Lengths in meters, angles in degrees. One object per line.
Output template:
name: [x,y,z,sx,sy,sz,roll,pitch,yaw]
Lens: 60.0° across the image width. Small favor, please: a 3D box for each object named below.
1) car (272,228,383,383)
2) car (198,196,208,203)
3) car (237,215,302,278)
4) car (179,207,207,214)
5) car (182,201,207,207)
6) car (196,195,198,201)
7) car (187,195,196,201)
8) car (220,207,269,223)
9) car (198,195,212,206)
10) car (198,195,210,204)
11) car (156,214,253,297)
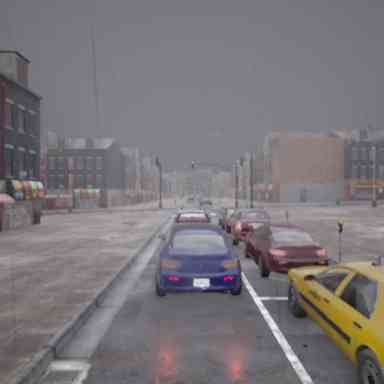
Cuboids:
car: [2.623,1.527,4.611,1.752,1.417,4.829,0,0,0]
car: [2.433,1.670,74.391,1.967,1.590,4.097,-1,0,0]
car: [2.609,1.587,9.908,1.802,1.307,4.206,0,0,0]
car: [0.042,1.613,16.336,1.895,1.301,4.718,0,0,0]
car: [-0.044,1.631,26.427,1.895,1.301,4.718,0,0,0]
car: [2.461,1.488,63.587,2.192,1.841,5.009,-1,0,0]
car: [-0.220,1.773,83.233,1.837,1.490,4.892,0,0,0]
car: [2.593,1.451,15.374,1.967,1.590,4.097,0,0,0]
car: [2.477,1.586,58.184,1.967,1.590,4.097,-1,0,0]
car: [2.446,1.515,68.989,2.192,1.841,5.009,-1,0,0]
car: [0.094,1.530,8.496,1.812,1.442,4.674,0,0,-2]
